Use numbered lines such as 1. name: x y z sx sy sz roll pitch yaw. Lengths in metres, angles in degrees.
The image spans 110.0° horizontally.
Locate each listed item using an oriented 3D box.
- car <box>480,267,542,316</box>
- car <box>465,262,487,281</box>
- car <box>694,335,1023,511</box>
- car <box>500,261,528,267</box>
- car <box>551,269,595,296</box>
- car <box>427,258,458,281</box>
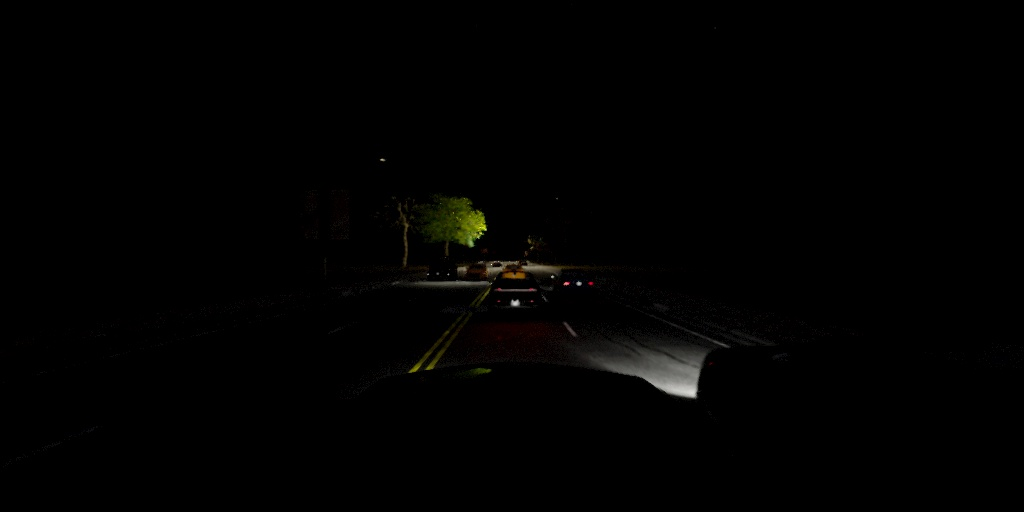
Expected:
1. car: 0.113 1.341 14.011 2.128 1.511 4.902 0 0 0
2. car: -3.299 1.486 33.972 1.882 1.535 5.008 0 -1 0
3. car: 3.320 1.329 2.908 1.994 1.385 4.181 0 0 1
4. car: 0.140 1.472 31.857 1.882 1.535 5.008 0 0 0
5. car: 3.357 1.453 20.442 2.033 1.411 5.357 0 0 0
6. car: -6.548 1.228 34.434 2.150 2.045 5.566 0 0 0
